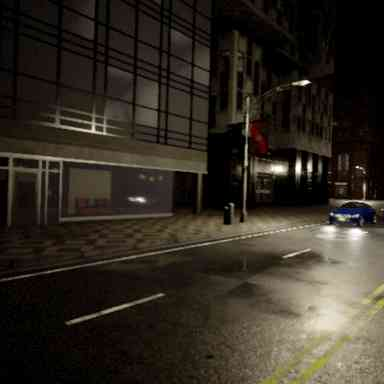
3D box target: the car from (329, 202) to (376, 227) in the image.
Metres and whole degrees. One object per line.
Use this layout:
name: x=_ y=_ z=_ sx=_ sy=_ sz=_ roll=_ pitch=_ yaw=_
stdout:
car: x=10.465 y=1.360 z=21.438 sx=1.812 sy=1.442 sz=4.674 roll=2 pitch=1 yaw=42
